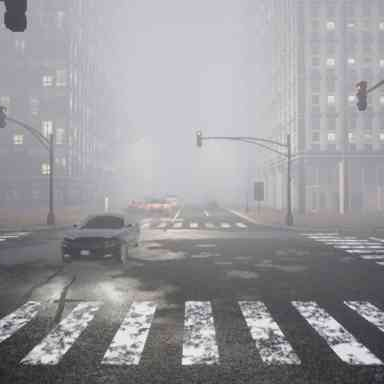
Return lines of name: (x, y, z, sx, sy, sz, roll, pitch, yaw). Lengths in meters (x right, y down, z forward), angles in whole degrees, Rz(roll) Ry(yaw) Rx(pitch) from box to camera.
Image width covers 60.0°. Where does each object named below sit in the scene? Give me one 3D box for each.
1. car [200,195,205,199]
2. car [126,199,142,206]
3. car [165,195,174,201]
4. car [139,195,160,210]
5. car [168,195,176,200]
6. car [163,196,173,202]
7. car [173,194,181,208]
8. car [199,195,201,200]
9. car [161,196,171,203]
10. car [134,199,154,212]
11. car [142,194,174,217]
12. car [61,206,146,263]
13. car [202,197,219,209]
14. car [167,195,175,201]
car: (2.754, 1.547, 56.356, 1.752, 1.417, 4.829, 1, 0, 0)
car: (-5.645, 1.453, 33.825, 1.967, 1.590, 4.097, 1, 0, 0)
car: (-5.603, 1.578, 84.001, 1.887, 1.381, 4.507, 1, 0, 0)
car: (-5.632, 1.332, 44.975, 2.192, 1.841, 5.009, 1, 0, 0)
car: (-5.594, 1.605, 95.152, 1.947, 1.339, 4.313, 1, 0, 0)
car: (-5.608, 1.582, 78.426, 2.008, 1.369, 4.403, 1, 0, 0)
car: (-3.055, 1.239, 47.603, 2.150, 2.045, 5.566, 0, 0, 0)
car: (2.758, 1.590, 61.763, 1.947, 1.339, 4.313, 1, 0, 0)
car: (-5.613, 1.573, 72.851, 1.887, 1.381, 4.507, 1, 0, 0)
car: (-5.643, 1.597, 39.400, 1.802, 1.307, 4.206, 1, 0, 0)
car: (-3.074, 1.364, 30.974, 2.097, 1.767, 4.553, 0, 0, 0)
car: (-3.090, 1.482, 12.124, 1.882, 1.535, 5.008, 0, 0, 0)
car: (2.742, 1.599, 45.030, 1.802, 1.307, 4.206, 1, 0, 0)
car: (-5.598, 1.587, 89.577, 2.008, 1.369, 4.403, 1, 0, 0)
